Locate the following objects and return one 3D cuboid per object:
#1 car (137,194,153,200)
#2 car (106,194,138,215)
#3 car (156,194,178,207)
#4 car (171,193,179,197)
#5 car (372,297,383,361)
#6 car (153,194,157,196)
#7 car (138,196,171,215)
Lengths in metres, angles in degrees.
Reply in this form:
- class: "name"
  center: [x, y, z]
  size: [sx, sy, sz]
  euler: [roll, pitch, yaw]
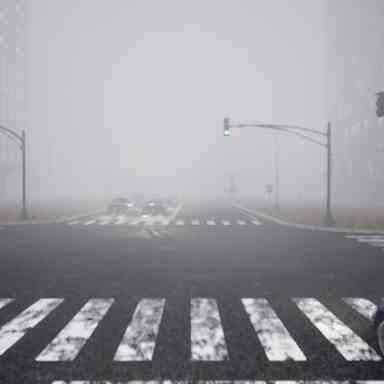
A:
- class: "car"
  center: [-6.576, 1.025, 42.066]
  size: [2.097, 1.767, 4.553]
  euler: [0, 0, 0]
- class: "car"
  center: [-6.583, 1.270, 30.906]
  size: [1.837, 1.490, 4.892]
  euler: [0, 1, 0]
- class: "car"
  center: [-3.320, 1.250, 44.694]
  size: [1.895, 1.301, 4.718]
  euler: [0, 0, 0]
- class: "car"
  center: [-3.409, 1.022, 59.591]
  size: [1.837, 1.490, 4.892]
  euler: [0, 1, -1]
- class: "car"
  center: [3.353, 1.507, 2.577]
  size: [1.812, 1.442, 4.674]
  euler: [0, 0, 0]
- class: "car"
  center: [-6.655, 1.051, 58.940]
  size: [1.812, 1.442, 4.674]
  euler: [0, 1, -1]
- class: "car"
  center: [-3.334, 1.335, 30.291]
  size: [1.994, 1.385, 4.181]
  euler: [0, 1, 0]
